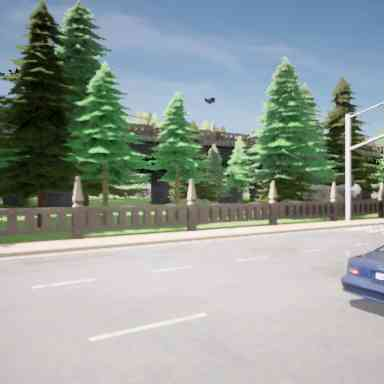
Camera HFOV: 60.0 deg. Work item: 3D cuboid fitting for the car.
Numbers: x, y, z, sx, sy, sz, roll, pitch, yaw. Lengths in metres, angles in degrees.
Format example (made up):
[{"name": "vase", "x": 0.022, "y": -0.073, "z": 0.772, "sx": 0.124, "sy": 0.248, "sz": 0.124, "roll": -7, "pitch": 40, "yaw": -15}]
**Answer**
[{"name": "car", "x": 5.533, "y": 1.536, "z": 7.072, "sx": 5.357, "sy": 1.411, "sz": 2.033, "roll": 0, "pitch": 0, "yaw": -30}]
